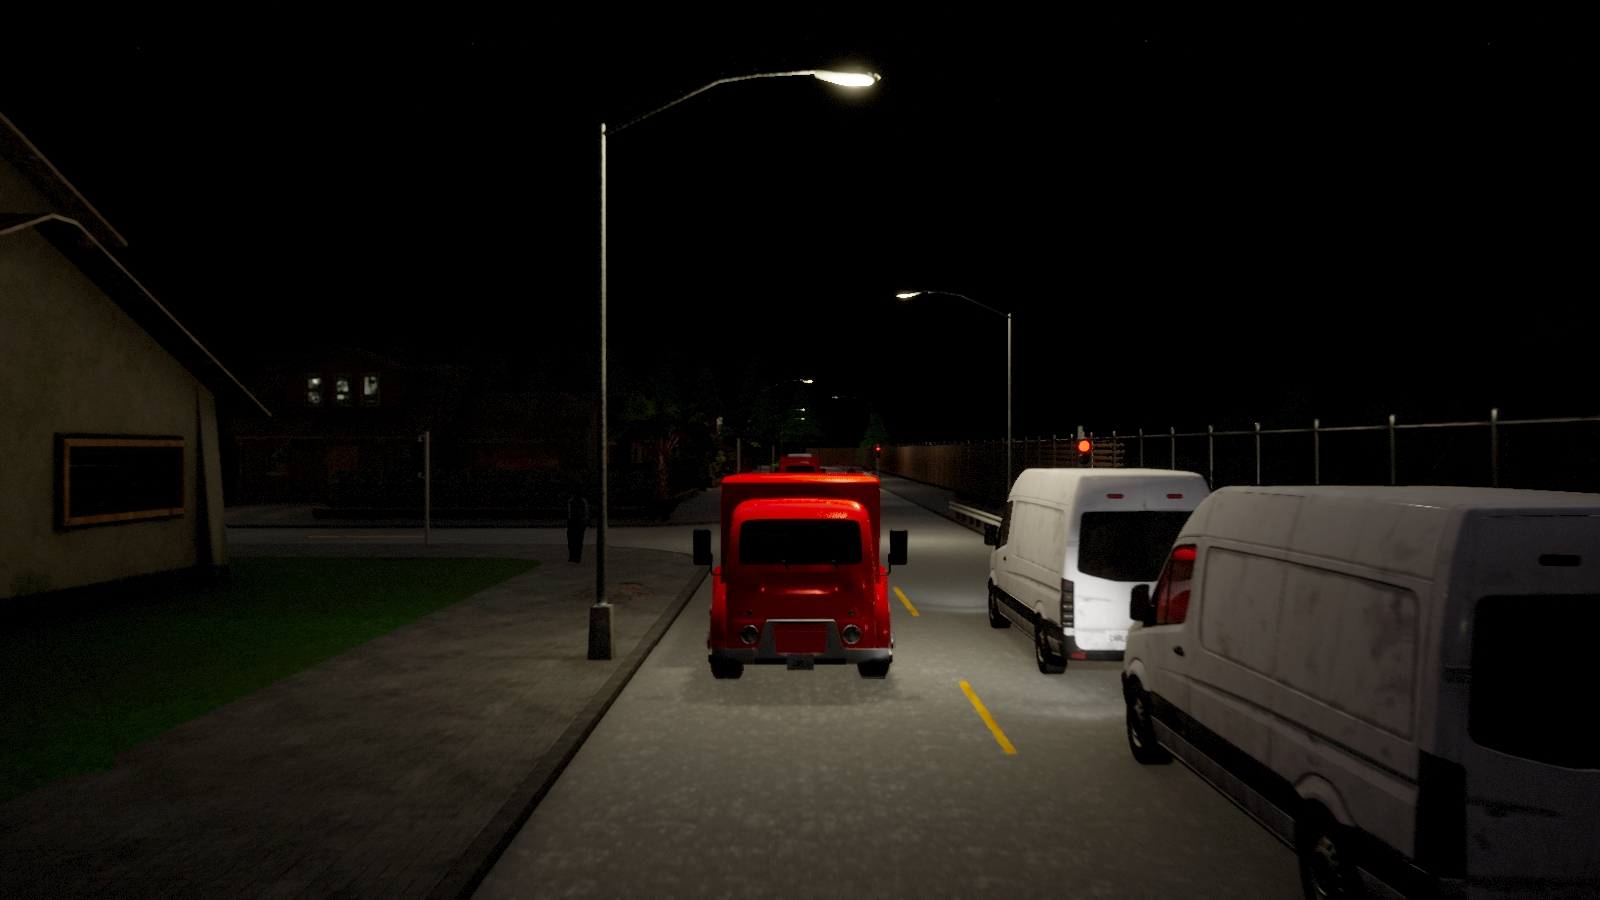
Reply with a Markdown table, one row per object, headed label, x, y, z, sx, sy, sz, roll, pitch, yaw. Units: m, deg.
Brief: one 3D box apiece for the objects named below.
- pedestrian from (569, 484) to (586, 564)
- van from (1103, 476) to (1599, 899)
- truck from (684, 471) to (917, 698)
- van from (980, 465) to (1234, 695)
| label | x | y | z | sx | sy | sz | roll | pitch | yaw |
| --- | --- | --- | --- | --- | --- | --- | --- | --- | --- |
| pedestrian | -5.267 | 1.737 | 27.037 | 0.375 | 1.860 | 0.375 | 0 | 0 | -5 |
| van | 3.998 | 1.534 | 8.353 | 1.988 | 2.561 | 5.915 | 0 | 0 | 0 |
| truck | 0.001 | 1.567 | 15.496 | 2.627 | 2.467 | 5.204 | 0 | 0 | 0 |
| van | 3.998 | 1.535 | 16.110 | 1.988 | 2.561 | 5.915 | 0 | 0 | 0 |
